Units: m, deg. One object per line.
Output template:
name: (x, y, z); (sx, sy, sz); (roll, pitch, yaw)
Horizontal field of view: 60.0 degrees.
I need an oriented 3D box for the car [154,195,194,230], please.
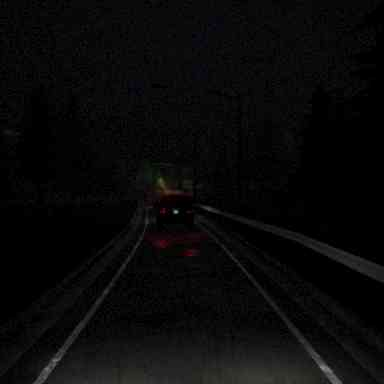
car: (-1.158, 1.185, 21.218); (2.150, 2.045, 5.566); (0, 1, -6)
